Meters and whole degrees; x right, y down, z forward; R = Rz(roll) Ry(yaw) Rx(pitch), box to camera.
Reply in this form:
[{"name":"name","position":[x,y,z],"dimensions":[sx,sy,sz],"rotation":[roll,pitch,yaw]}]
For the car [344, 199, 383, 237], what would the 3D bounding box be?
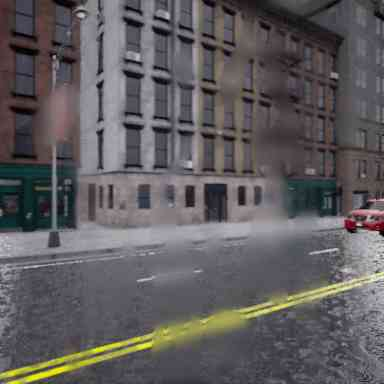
[{"name":"car","position":[11.394,1.452,19.805],"dimensions":[5.566,2.045,2.150],"rotation":[1,0,-36]}]
